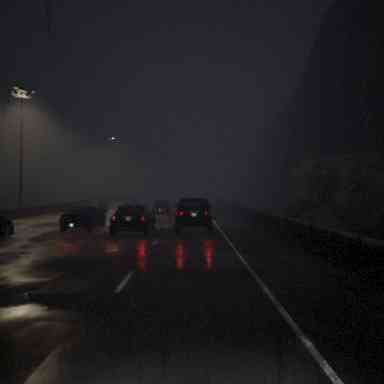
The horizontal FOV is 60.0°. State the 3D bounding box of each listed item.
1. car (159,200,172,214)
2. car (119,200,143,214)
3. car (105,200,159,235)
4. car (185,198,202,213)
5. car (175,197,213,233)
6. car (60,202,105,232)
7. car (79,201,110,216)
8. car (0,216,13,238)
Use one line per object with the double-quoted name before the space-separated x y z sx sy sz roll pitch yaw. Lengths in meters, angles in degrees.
"car" -3.386 1.622 37.603 1.837 1.490 4.892 0 0 0
"car" -6.886 1.680 38.068 1.994 1.385 4.181 0 0 0
"car" -3.393 1.479 19.815 2.097 1.767 4.553 0 0 0
"car" 0.115 1.587 39.237 1.882 1.535 5.008 0 0 0
"car" 0.108 1.351 20.925 2.150 2.045 5.566 0 0 0
"car" -6.892 1.636 21.429 1.837 1.490 4.892 0 0 0
"car" -10.387 1.724 35.861 1.895 1.301 4.718 0 0 0
"car" -10.394 1.464 15.555 2.097 1.767 4.553 0 0 0
